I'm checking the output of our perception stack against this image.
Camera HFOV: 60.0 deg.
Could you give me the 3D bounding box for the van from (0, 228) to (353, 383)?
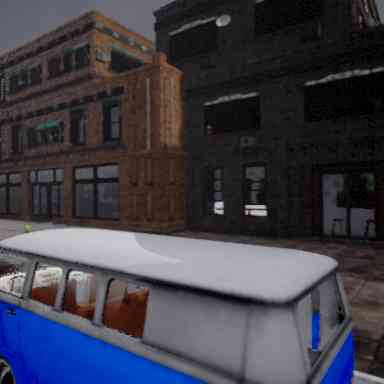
[{"bbox_3d":[-0.555,1.338,3.288,3.998,1.788,1.690,0,-1,36],"label":"van"}]
